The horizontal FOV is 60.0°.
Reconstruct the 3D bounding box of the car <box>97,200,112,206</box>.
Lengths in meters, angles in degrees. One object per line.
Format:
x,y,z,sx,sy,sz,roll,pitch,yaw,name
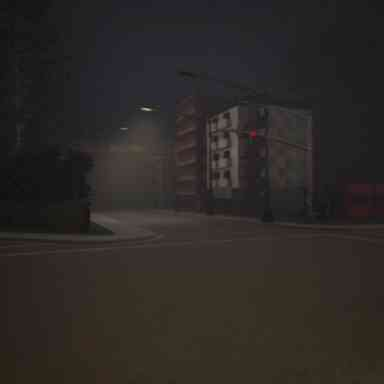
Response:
-21.472,2.727,81.723,2.038,1.542,4.974,0,-1,-44,car

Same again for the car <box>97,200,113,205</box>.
-21.510,2.570,81.763,1.853,1.218,4.536,0,-1,-44,car

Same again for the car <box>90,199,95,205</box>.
-25.416,2.761,80.364,2.038,1.542,4.974,-1,-1,1,car
